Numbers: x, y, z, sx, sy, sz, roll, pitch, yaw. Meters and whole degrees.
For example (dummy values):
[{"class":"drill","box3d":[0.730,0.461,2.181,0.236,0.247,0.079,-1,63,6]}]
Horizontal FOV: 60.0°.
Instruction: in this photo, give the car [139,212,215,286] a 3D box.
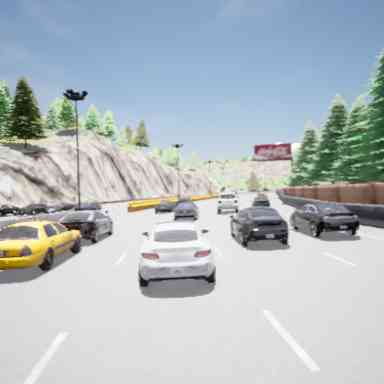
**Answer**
[{"class":"car","box3d":[-0.449,1.542,9.483,1.812,1.442,4.674,-2,0,-3]}]

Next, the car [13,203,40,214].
[{"class":"car","box3d":[-20.065,2.220,42.491,1.837,1.490,4.892,-2,0,8]}]

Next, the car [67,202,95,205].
[{"class":"car","box3d":[-13.073,2.012,41.988,2.033,1.411,5.357,-2,0,8]}]

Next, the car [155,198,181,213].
[{"class":"car","box3d":[-2.932,1.670,38.475,1.994,1.385,4.181,-2,0,9]}]

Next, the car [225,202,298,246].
[{"class":"car","box3d":[2.851,1.405,14.820,1.837,1.490,4.892,-2,0,-1]}]

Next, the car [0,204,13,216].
[{"class":"car","box3d":[-23.710,2.330,41.570,2.128,1.511,4.902,-2,0,8]}]

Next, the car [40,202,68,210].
[{"class":"car","box3d":[-16.560,2.082,42.324,2.128,1.511,4.902,-2,0,8]}]

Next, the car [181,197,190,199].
[{"class":"car","box3d":[-1.048,1.547,49.847,1.837,1.490,4.892,-2,0,12]}]

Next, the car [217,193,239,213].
[{"class":"car","box3d":[3.821,1.090,35.241,2.150,2.045,5.566,-2,0,7]}]

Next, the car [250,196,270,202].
[{"class":"car","box3d":[7.558,1.242,36.670,1.837,1.490,4.892,-2,0,7]}]

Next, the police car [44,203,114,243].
[{"class":"police car","box3d":[-5.419,1.617,17.217,1.930,1.638,5.238,-2,0,0]}]

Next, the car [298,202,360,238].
[{"class":"car","box3d":[6.323,1.270,16.369,2.128,1.511,4.902,-2,0,-1]}]

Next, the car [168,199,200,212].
[{"class":"car","box3d":[-0.393,1.563,27.581,2.033,1.411,5.357,-2,0,4]}]

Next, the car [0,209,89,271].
[{"class":"car","box3d":[-5.293,1.642,11.456,1.801,1.575,5.366,-2,0,-2]}]
